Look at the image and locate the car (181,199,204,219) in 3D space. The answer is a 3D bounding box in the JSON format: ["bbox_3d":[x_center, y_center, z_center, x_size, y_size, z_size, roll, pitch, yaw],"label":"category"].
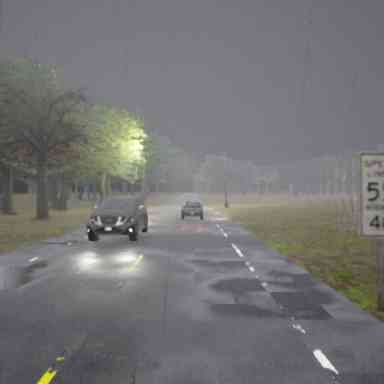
[{"bbox_3d":[0.030,1.549,29.091,2.128,1.511,4.902,0,-1,0],"label":"car"}]

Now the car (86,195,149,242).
[{"bbox_3d":[-3.521,1.203,16.764,2.150,2.045,5.566,0,0,0],"label":"car"}]

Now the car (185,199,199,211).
[{"bbox_3d":[0.027,1.742,45.646,1.882,1.535,5.008,0,-1,0],"label":"car"}]
